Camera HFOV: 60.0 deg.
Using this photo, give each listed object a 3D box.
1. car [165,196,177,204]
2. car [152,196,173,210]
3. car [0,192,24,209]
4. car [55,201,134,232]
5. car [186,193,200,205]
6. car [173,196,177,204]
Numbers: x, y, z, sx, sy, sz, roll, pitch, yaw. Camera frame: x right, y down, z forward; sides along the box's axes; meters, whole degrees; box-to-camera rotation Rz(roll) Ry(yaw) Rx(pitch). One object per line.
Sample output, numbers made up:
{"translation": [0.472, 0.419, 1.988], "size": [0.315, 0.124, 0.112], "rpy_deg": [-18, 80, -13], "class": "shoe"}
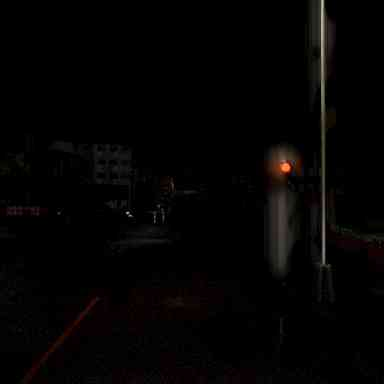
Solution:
{"translation": [-3.966, 1.463, 63.161], "size": [1.882, 1.535, 5.008], "rpy_deg": [0, 0, 0], "class": "car"}
{"translation": [-4.040, 1.481, 43.023], "size": [2.128, 1.511, 4.902], "rpy_deg": [0, 0, 0], "class": "car"}
{"translation": [-19.709, 0.977, 34.940], "size": [1.905, 1.878, 3.866], "rpy_deg": [0, 0, 35], "class": "car"}
{"translation": [-5.829, 1.346, 20.123], "size": [4.553, 1.767, 2.097], "rpy_deg": [0, 0, -19], "class": "car"}
{"translation": [0.182, 1.205, 58.331], "size": [2.150, 2.045, 5.566], "rpy_deg": [0, 0, 0], "class": "car"}
{"translation": [-4.019, 1.479, 52.987], "size": [2.128, 1.511, 4.902], "rpy_deg": [0, 0, 0], "class": "car"}
